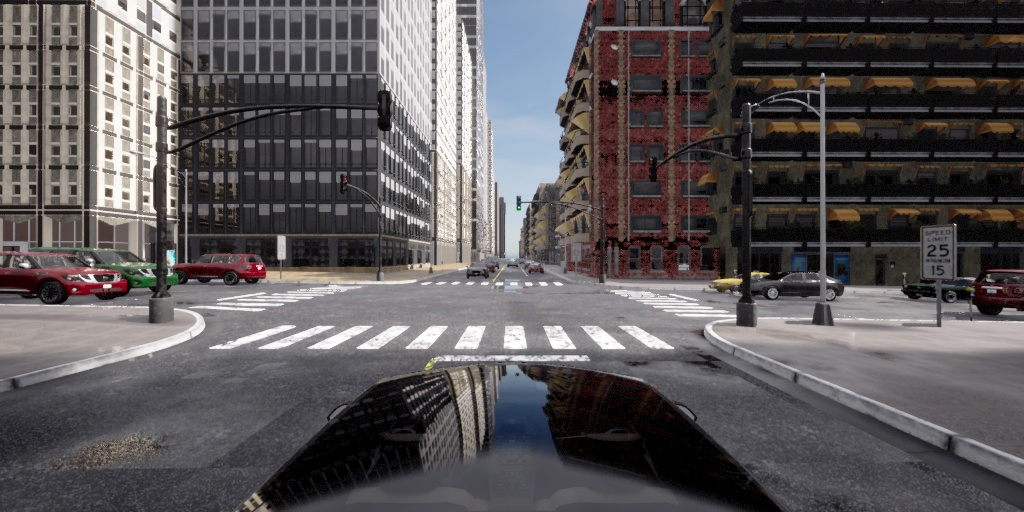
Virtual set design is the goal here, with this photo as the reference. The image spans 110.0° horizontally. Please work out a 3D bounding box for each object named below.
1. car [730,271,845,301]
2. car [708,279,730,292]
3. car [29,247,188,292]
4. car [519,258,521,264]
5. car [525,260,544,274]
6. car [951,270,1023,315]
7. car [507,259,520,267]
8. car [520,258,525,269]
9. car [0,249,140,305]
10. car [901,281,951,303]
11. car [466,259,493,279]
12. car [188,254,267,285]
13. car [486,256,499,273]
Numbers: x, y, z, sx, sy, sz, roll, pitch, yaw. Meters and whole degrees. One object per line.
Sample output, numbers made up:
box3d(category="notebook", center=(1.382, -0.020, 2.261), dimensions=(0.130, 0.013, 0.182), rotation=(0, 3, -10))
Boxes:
box3d(category="car", center=(14.928, 1.564, 19.311), dimensions=(4.892, 1.490, 1.837), rotation=(1, 0, 2))
box3d(category="car", center=(14.647, 1.590, 21.929), dimensions=(4.829, 1.417, 1.751), rotation=(0, 0, 0))
box3d(category="car", center=(-18.238, 0.660, 15.882), dimensions=(5.566, 2.045, 2.150), rotation=(1, 0, 0))
box3d(category="car", center=(2.739, 1.330, 60.201), dimensions=(2.007, 1.370, 4.403), rotation=(0, 0, 0))
box3d(category="car", center=(2.773, 1.347, 41.636), dimensions=(1.802, 1.307, 4.207), rotation=(0, 0, 0))
box3d(category="car", center=(20.609, 1.462, 13.628), dimensions=(5.009, 1.841, 2.192), rotation=(0, 0, 0))
box3d(category="car", center=(0.146, 1.347, 65.037), dimensions=(1.994, 1.385, 4.181), rotation=(0, 0, 1))
box3d(category="car", center=(2.733, 1.325, 54.553), dimensions=(2.007, 1.370, 4.403), rotation=(0, 0, 0))
box3d(category="car", center=(-17.565, 0.759, 13.293), dimensions=(5.009, 1.841, 2.192), rotation=(0, 0, 0))
box3d(category="car", center=(24.219, 1.830, 19.415), dimensions=(4.718, 1.301, 1.895), rotation=(1, 0, -1))
box3d(category="car", center=(-3.070, 1.265, 32.991), dimensions=(1.837, 1.490, 4.892), rotation=(0, 0, 0))
box3d(category="car", center=(-17.693, 0.779, 21.673), dimensions=(5.009, 1.841, 2.192), rotation=(0, 0, 0))
box3d(category="car", center=(-3.063, 1.118, 42.748), dimensions=(2.097, 1.767, 4.553), rotation=(0, 0, 0))
